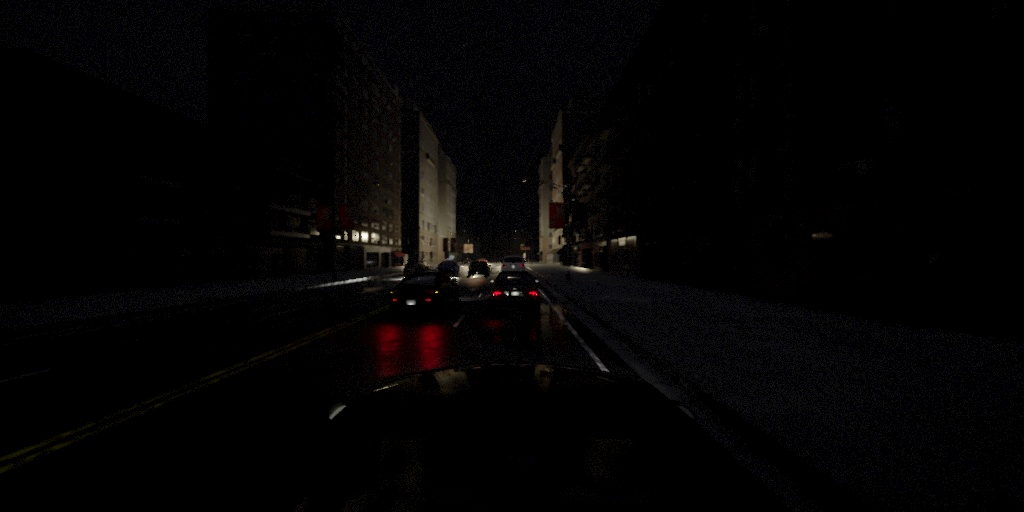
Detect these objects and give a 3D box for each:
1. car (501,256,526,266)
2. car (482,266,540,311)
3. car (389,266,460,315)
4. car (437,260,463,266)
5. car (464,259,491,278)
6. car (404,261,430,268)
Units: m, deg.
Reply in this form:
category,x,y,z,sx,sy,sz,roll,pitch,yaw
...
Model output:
category,x,y,z,sx,sy,sz,roll,pitch,yaw
car,0.113,0.984,33.716,2.150,2.045,5.566,0,0,0
car,0.106,1.299,14.416,2.033,1.411,5.357,0,0,0
car,-3.146,1.277,13.488,1.812,1.442,4.674,0,0,0
car,-6.579,1.244,36.993,1.882,1.535,5.008,0,0,0
car,-3.137,1.268,34.702,1.837,1.490,4.892,0,0,0
car,-9.828,1.258,37.154,2.128,1.511,4.902,0,0,0
